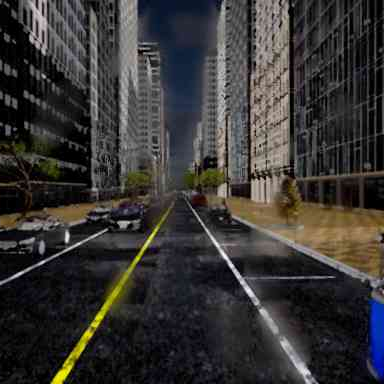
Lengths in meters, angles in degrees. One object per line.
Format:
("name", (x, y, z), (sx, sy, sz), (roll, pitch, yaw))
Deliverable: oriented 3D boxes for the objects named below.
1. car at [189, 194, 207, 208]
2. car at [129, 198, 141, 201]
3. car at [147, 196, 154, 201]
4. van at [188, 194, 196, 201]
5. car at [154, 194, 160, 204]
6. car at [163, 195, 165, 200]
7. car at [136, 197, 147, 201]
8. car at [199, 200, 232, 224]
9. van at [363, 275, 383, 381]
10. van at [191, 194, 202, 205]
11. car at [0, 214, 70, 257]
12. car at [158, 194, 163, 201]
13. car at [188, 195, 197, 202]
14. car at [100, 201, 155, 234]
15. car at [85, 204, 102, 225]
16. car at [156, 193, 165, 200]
("car", (1.113, 1.308, 47.307), (2.192, 1.841, 5.009), (-1, 0, -2))
("car", (-6.873, 1.621, 35.662), (1.802, 1.307, 4.206), (-1, 0, -2))
("car", (-7.445, 1.567, 52.534), (1.752, 1.417, 4.829), (-1, 0, -2))
("van", (-0.041, 1.336, 81.389), (1.690, 1.788, 3.998), (-1, 0, -2))
("car", (-7.836, 1.608, 64.065), (1.947, 1.339, 4.313), (-1, 0, -2))
("car", (-8.607, 1.482, 86.786), (1.967, 1.590, 4.097), (-1, 0, -2))
("car", (-7.068, 1.480, 41.343), (1.967, 1.590, 4.097), (-1, 0, -2))
("car", (1.887, 1.540, 24.585), (2.008, 1.369, 4.403), (-1, 0, -2))
("van", (2.654, 1.326, 1.864), (1.690, 1.788, 3.998), (-1, 0, -2))
("van", (0.729, 1.335, 58.668), (1.690, 1.788, 3.998), (-1, 0, -2))
("car", (-6.104, 1.586, 12.941), (2.008, 1.369, 4.403), (-1, 0, -2))
("car", (-8.221, 1.593, 75.426), (2.008, 1.369, 4.403), (-1, 0, -2))
("car", (0.153, 1.435, 75.709), (1.967, 1.590, 4.097), (-1, 0, -2))
("car", (-3.629, 1.510, 19.685), (2.128, 1.511, 4.902), (0, 0, -2))
("car", (-6.488, 1.588, 24.301), (2.008, 1.369, 4.403), (-1, 0, -2))
("car", (-8.802, 1.357, 92.467), (2.192, 1.841, 5.009), (-1, 0, -2))
